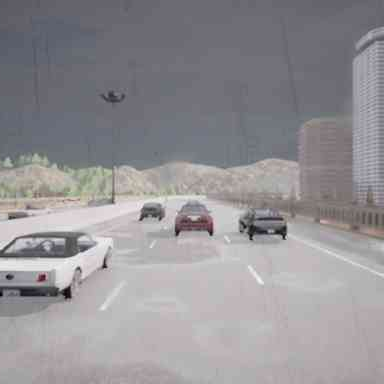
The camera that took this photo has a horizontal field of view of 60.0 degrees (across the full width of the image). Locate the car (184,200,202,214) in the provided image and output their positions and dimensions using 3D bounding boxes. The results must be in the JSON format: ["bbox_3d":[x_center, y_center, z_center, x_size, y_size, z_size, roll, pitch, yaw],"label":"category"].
[{"bbox_3d":[0.108,1.776,40.655,2.033,1.411,5.357,0,0,0],"label":"car"}]

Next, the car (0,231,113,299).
[{"bbox_3d":[-3.401,1.649,8.510,1.895,1.301,4.718,0,0,0],"label":"car"}]

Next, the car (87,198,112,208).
[{"bbox_3d":[-10.558,1.572,39.314,2.097,1.767,4.553,0,0,0],"label":"car"}]

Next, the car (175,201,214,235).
[{"bbox_3d":[0.113,1.463,19.593,2.097,1.767,4.553,0,0,0],"label":"car"}]

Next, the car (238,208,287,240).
[{"bbox_3d":[3.611,1.591,17.577,2.128,1.511,4.902,0,0,0],"label":"car"}]

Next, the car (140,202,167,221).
[{"bbox_3d":[-3.381,1.669,29.138,1.837,1.490,4.892,0,0,0],"label":"car"}]

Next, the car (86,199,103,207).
[{"bbox_3d":[-17.913,1.953,61.313,1.994,1.385,4.181,0,0,-2],"label":"car"}]

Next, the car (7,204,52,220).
[{"bbox_3d":[-14.066,1.765,29.056,1.895,1.301,4.718,0,0,0],"label":"car"}]
